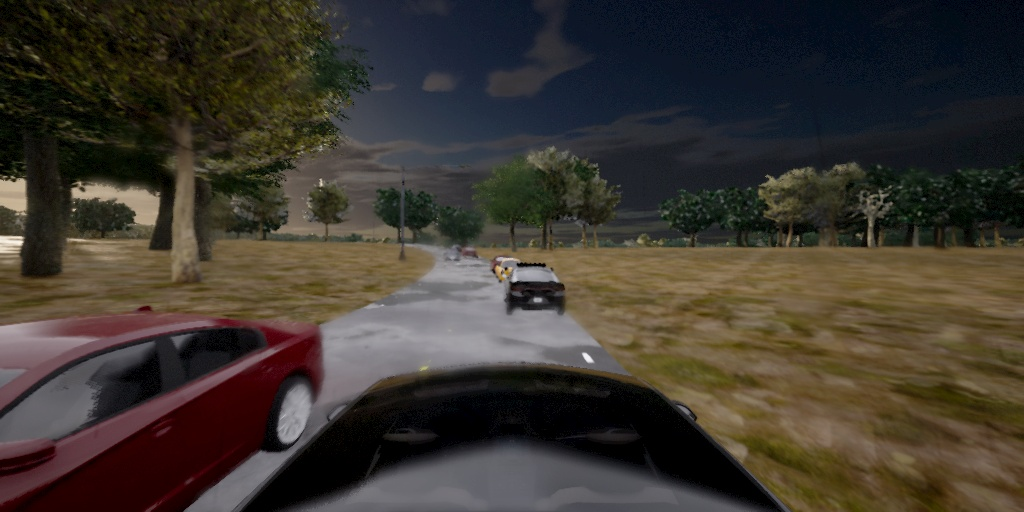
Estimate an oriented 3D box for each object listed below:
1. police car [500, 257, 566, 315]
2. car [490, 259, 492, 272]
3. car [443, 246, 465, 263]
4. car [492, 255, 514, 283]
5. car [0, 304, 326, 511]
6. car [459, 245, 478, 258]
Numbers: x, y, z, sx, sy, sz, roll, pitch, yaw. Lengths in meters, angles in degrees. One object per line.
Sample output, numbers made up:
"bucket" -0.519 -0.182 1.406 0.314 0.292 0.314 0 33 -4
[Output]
"police car" 0.670 1.042 13.143 1.930 1.638 5.238 1 1 -3
"car" -0.768 0.643 29.145 1.812 1.442 4.674 0 2 -7
"car" -7.094 -0.014 42.536 2.128 1.511 4.902 0 3 -11
"car" -0.112 0.799 23.295 1.801 1.575 5.366 -2 3 -6
"car" -3.142 1.192 2.235 1.882 1.535 5.008 1 0 -1
"car" -6.295 -0.555 53.070 1.882 1.535 5.008 0 3 -14
